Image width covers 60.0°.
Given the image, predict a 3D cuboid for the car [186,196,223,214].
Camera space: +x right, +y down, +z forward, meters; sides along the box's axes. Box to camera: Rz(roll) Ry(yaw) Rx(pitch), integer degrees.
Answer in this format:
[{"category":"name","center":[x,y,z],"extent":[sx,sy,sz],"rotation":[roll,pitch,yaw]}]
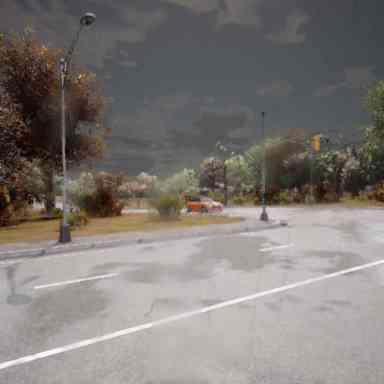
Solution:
[{"category":"car","center":[1.292,1.309,35.088],"extent":[2.097,1.767,4.553],"rotation":[-1,-2,-33]}]
